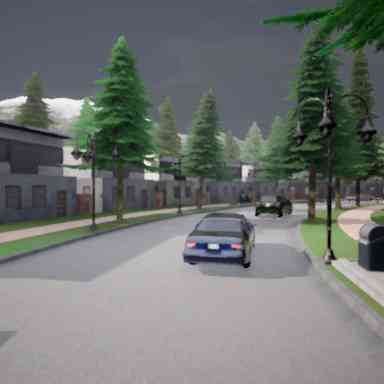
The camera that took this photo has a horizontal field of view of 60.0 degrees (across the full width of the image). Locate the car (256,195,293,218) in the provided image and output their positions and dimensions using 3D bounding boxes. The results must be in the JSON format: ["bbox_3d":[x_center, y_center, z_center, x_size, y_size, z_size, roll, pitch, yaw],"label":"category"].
[{"bbox_3d":[6.605,0.991,26.505,2.097,1.767,4.553,0,1,28],"label":"car"}]

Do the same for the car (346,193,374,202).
[{"bbox_3d":[26.754,0.882,53.013,4.718,1.301,1.895,0,1,-32],"label":"car"}]

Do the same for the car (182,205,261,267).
[{"bbox_3d":[1.086,1.398,10.912,2.033,1.411,5.357,0,1,13],"label":"car"}]
